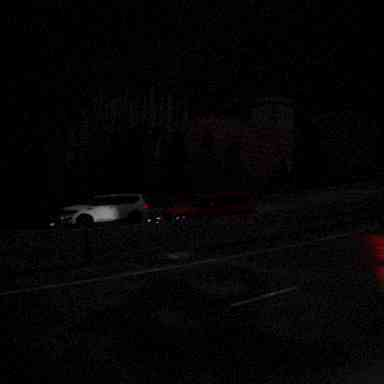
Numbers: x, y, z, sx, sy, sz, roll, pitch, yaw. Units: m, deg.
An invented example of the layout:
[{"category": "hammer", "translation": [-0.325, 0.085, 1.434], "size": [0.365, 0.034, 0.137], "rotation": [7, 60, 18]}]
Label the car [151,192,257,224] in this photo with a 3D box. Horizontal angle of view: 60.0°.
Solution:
[{"category": "car", "translation": [1.003, 1.076, 17.448], "size": [5.566, 2.045, 2.150], "rotation": [-2, 1, -35]}]

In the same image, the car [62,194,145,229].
[{"category": "car", "translation": [-5.515, 1.162, 21.486], "size": [5.566, 2.045, 2.150], "rotation": [-1, 1, -35]}]

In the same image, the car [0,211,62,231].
[{"category": "car", "translation": [-8.935, 1.545, 14.763], "size": [5.357, 1.411, 2.033], "rotation": [0, 0, -35]}]

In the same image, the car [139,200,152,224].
[{"category": "car", "translation": [-0.510, 1.333, 20.722], "size": [4.892, 1.490, 1.837], "rotation": [-3, 2, -35]}]

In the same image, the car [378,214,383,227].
[{"category": "car", "translation": [10.865, 1.098, 15.700], "size": [4.718, 1.301, 1.895], "rotation": [-5, 3, -35]}]
